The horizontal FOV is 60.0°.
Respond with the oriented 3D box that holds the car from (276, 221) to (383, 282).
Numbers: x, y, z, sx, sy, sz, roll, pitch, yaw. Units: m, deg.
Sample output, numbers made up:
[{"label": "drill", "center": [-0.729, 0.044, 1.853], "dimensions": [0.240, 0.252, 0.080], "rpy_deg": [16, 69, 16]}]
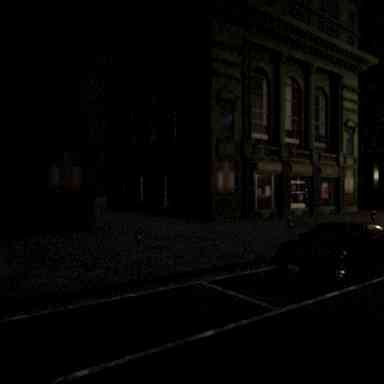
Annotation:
[{"label": "car", "center": [4.361, 1.563, 9.757], "dimensions": [4.313, 1.339, 1.947], "rpy_deg": [0, 0, -36]}]
